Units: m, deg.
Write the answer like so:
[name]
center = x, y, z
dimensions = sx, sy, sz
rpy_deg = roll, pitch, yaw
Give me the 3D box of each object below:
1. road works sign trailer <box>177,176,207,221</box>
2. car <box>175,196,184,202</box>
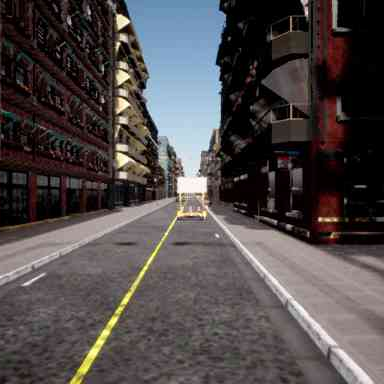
[road works sign trailer]
center = -0.001, 0.481, 27.092
dimensions = 2.380, 3.560, 2.880
rpy_deg = 0, 0, 0
[car]
center = -2.750, 1.604, 75.958
dimensions = 1.994, 1.385, 4.181
rpy_deg = 0, 0, 0
